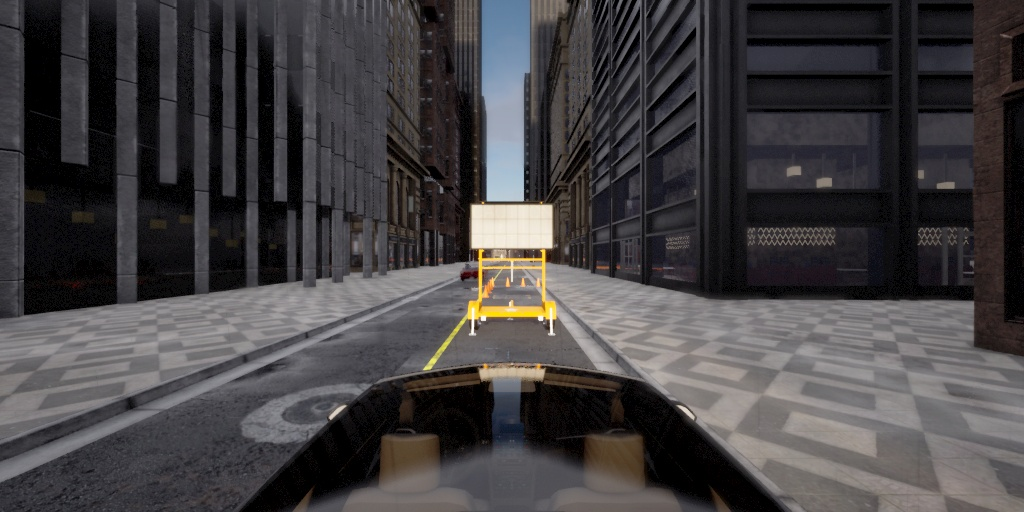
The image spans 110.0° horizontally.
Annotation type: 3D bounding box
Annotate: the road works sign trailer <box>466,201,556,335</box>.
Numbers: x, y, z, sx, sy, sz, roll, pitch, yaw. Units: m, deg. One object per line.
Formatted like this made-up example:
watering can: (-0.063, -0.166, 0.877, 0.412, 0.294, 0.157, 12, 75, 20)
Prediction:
road works sign trailer: (0.002, 0.215, 10.470, 2.380, 3.560, 2.880, 0, 0, 0)

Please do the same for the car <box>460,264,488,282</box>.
car: (-3.003, 1.355, 28.949, 1.895, 1.301, 4.718, 0, 0, 0)
